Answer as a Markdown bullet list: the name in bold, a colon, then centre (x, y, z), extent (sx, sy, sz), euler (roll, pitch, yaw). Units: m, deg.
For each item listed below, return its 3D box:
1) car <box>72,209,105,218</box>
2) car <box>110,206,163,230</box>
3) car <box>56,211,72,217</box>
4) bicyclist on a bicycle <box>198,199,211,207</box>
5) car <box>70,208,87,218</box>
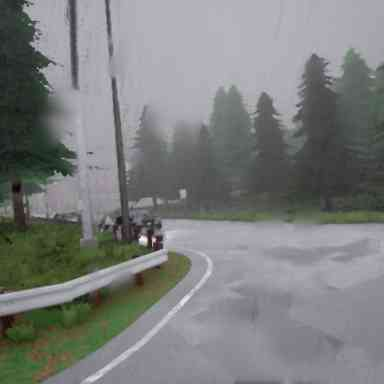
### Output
- **car**: centre (-9.689, 2.401, 32.015), extent (2.128, 1.511, 4.902), euler (-5, 0, -29)
- **car**: centre (-3.443, 1.753, 20.828), extent (1.994, 1.385, 4.181), euler (-5, -1, -29)
- **car**: centre (-19.149, 3.583, 49.167), extent (1.994, 1.385, 4.181), euler (-5, -1, -29)
- **bicyclist on a bicycle**: centre (1.065, 1.380, 27.337), extent (1.656, 1.620, 0.582), euler (0, -3, -29)
- **car**: centre (-19.575, 3.653, 57.276), extent (1.882, 1.535, 5.008), euler (-5, -1, -29)
